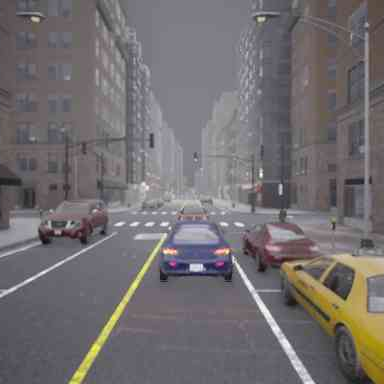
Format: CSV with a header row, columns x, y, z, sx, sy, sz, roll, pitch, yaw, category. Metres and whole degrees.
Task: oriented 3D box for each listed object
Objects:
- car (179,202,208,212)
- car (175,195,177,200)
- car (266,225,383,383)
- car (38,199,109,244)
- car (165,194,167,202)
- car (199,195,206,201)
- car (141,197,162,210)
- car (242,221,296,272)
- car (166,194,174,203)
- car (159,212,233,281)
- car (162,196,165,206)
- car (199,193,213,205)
x,y,z,sx,sy,sz,roll,pitch,yaw,category
0.102,1.582,21.703,1.895,1.301,4.718,0,0,0,car
-5.389,1.423,91.250,1.752,1.417,4.829,0,0,0,car
2.637,1.521,5.208,1.752,1.417,4.829,0,0,0,car
-5.388,1.300,15.872,2.192,1.841,5.009,0,0,0,car
-5.389,1.474,53.074,1.752,1.417,4.829,0,0,0,car
2.636,1.429,86.132,1.752,1.417,4.829,0,0,0,car
-5.388,1.511,42.336,2.008,1.369,4.403,0,0,0,car
2.637,1.572,10.451,1.802,1.307,4.206,0,0,0,car
-5.389,1.492,69.606,1.947,1.339,4.313,0,0,0,car
0.100,1.517,9.680,1.812,1.442,4.674,0,0,0,car
-5.388,1.499,47.790,1.887,1.381,4.507,0,0,0,car
2.637,1.382,58.691,1.967,1.590,4.097,0,0,0,car
